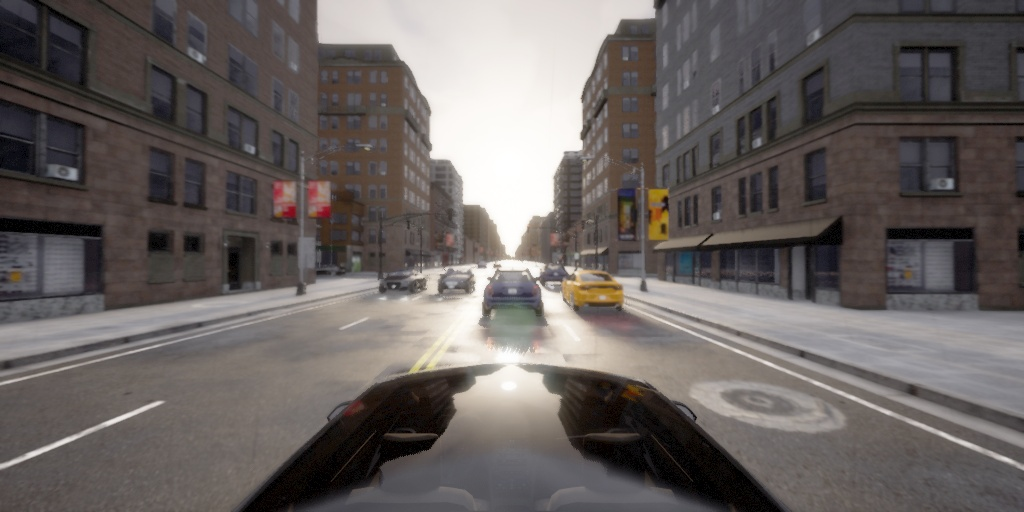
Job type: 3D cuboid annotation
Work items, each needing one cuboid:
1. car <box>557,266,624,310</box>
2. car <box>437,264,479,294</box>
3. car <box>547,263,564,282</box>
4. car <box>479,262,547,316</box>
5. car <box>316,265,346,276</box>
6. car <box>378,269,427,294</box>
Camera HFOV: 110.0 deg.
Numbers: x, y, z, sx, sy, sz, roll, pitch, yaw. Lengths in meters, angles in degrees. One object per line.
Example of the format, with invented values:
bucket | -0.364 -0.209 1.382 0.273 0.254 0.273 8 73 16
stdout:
car | 3.302 1.365 15.448 1.882 1.535 5.008 0 0 0
car | -3.299 1.445 22.078 2.128 1.511 4.902 0 -1 0
car | 3.289 1.372 28.685 2.097 1.767 4.553 0 -1 1
car | 0.045 1.227 14.210 2.097 1.767 4.553 0 -1 1
car | -22.129 1.738 42.795 4.313 1.339 1.948 0 0 0
car | -6.550 1.516 21.894 1.994 1.385 4.181 0 -1 0
